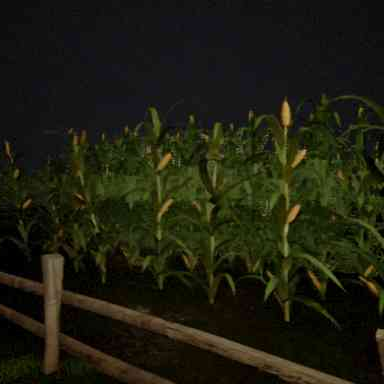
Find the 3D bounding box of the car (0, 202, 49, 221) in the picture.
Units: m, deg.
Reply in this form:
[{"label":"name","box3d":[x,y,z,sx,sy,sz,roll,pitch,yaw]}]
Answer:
[{"label":"car","box3d":[-13.079,1.425,25.189,1.994,1.385,4.181,1,1,36]}]
